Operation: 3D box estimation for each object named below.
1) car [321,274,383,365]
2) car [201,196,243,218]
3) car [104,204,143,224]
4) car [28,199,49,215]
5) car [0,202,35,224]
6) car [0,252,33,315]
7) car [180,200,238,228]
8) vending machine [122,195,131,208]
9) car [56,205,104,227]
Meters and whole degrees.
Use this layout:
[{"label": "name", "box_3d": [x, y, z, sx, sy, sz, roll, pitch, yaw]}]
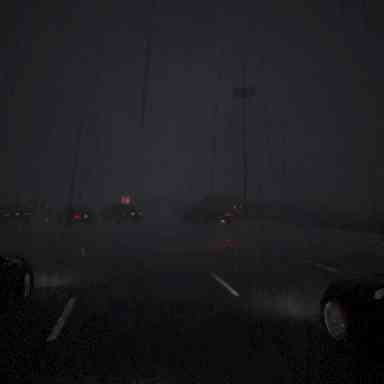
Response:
[{"label": "car", "box_3d": [3.136, 1.519, 3.470, 1.812, 1.442, 4.674, 0, 0, -5]}, {"label": "car", "box_3d": [1.840, 1.316, 27.996, 2.150, 2.045, 5.566, 0, 0, -34]}, {"label": "car", "box_3d": [-5.797, 1.687, 26.657, 2.033, 1.411, 5.357, 0, 0, -35]}, {"label": "car", "box_3d": [-17.506, 1.607, 37.102, 2.097, 1.767, 4.553, 0, 0, -36]}, {"label": "car", "box_3d": [-14.520, 1.745, 26.947, 2.033, 1.411, 5.357, 0, 0, -36]}, {"label": "car", "box_3d": [-4.074, 1.552, 5.255, 1.837, 1.490, 4.892, 0, 0, -9]}, {"label": "car", "box_3d": [0.816, 1.589, 22.907, 1.837, 1.490, 4.892, 0, 0, -28]}, {"label": "vending machine", "box_3d": [-10.238, 1.460, 51.807, 1.100, 2.100, 0.880, 0, 0, -36]}, {"label": "car", "box_3d": [-8.489, 1.695, 24.391, 2.033, 1.411, 5.357, 0, 0, -33]}]
